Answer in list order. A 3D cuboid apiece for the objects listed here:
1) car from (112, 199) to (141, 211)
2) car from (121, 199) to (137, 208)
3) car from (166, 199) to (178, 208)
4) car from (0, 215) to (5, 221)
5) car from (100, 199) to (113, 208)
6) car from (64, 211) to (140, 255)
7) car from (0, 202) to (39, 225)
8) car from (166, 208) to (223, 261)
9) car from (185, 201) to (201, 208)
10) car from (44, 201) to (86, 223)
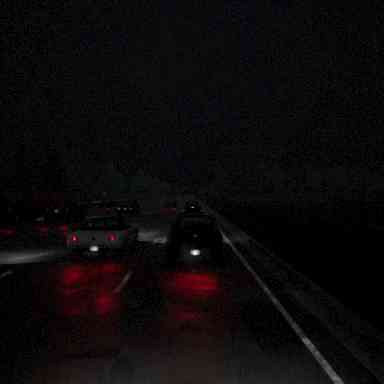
[{"bbox_3d":[-6.909,1.783,36.775,2.033,1.411,5.357,0,0,0],"label":"car"},{"bbox_3d":[-10.414,1.881,55.545,1.812,1.442,4.674,0,0,0],"label":"car"},{"bbox_3d":[-3.413,1.851,56.649,2.128,1.511,4.902,0,0,0],"label":"car"},{"bbox_3d":[-6.898,1.560,8.071,1.837,1.490,4.892,0,0,0],"label":"car"},{"bbox_3d":[-13.914,1.877,54.875,1.812,1.442,4.674,0,0,0],"label":"car"},{"bbox_3d":[-3.401,1.690,13.782,1.895,1.301,4.718,0,0,0],"label":"car"},{"bbox_3d":[-13.905,1.522,26.052,2.097,1.767,4.553,0,0,0],"label":"car"},{"bbox_3d":[0.099,1.587,12.548,1.837,1.490,4.892,0,0,0],"label":"car"},{"bbox_3d":[0.091,1.832,42.278,1.994,1.385,4.181,0,0,0],"label":"car"},{"bbox_3d":[-10.406,1.531,27.617,2.097,1.767,4.553,0,0,0],"label":"car"}]
